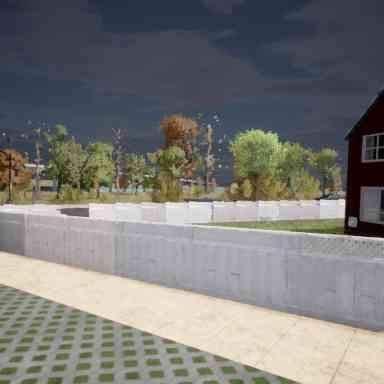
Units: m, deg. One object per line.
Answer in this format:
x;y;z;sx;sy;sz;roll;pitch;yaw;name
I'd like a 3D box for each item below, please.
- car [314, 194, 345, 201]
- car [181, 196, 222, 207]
19.059;1.010;45.929;4.892;1.490;1.837;0;2;-19;car
1.082;1.141;40.017;4.718;1.301;1.895;0;2;-18;car
